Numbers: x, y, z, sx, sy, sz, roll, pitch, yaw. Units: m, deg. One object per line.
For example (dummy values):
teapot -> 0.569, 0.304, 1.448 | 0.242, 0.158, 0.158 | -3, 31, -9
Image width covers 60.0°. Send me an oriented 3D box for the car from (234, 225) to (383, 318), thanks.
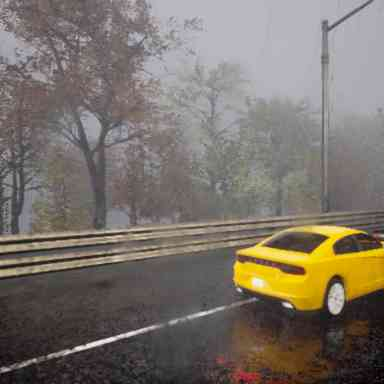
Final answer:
car -> 3.191, 1.506, 7.590 | 5.008, 1.535, 1.882 | 0, 0, -37
